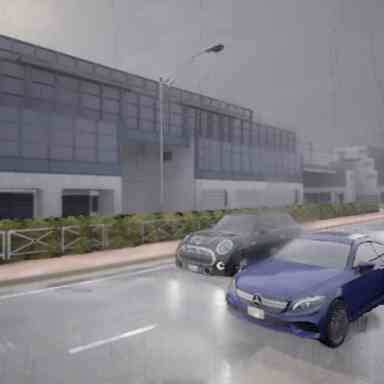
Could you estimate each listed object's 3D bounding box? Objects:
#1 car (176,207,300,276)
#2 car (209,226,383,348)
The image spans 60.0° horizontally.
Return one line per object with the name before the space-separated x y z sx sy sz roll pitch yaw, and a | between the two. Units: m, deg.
car | 1.664 1.402 10.306 4.553 1.767 2.097 0 0 -43
car | 2.690 1.549 6.535 4.674 1.442 1.812 0 -1 -42
